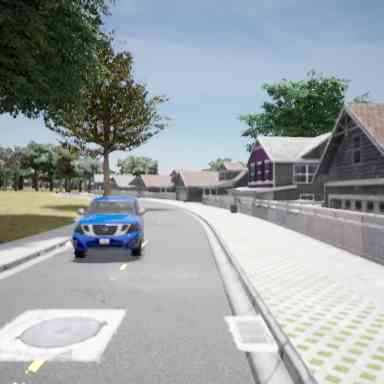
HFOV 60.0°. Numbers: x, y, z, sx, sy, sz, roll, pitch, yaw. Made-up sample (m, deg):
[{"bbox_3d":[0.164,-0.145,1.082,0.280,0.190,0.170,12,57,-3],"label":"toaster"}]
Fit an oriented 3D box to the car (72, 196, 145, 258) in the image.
[{"bbox_3d":[-3.040,1.183,13.022,2.150,2.045,5.566,0,0,-7],"label":"car"}]
